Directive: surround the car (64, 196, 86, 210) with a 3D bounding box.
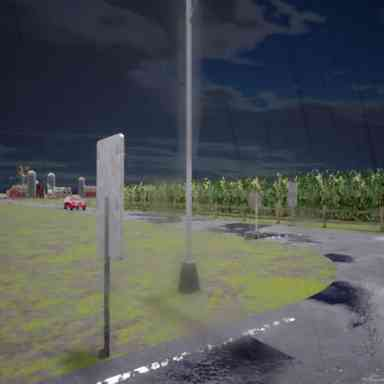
[{"bbox_3d":[-17.905,1.677,50.660,2.150,2.045,5.566,0,-1,-34],"label":"car"}]
